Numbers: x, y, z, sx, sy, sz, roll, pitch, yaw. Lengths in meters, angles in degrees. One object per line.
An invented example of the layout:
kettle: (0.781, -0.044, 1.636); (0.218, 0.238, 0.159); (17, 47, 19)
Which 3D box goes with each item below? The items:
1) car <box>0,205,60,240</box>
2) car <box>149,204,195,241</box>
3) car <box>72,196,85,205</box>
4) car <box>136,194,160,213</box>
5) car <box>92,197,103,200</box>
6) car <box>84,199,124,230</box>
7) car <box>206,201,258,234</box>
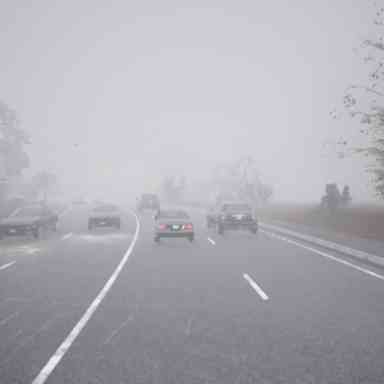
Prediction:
car: (-8.383, 1.480, 17.401); (1.882, 1.535, 5.008); (0, 0, -8)
car: (-1.000, 1.538, 16.630); (2.033, 1.411, 5.357); (0, 0, -7)
car: (-19.448, 1.481, 57.022); (1.837, 1.490, 4.892); (0, 0, -23)
car: (-4.980, 1.204, 37.327); (2.150, 2.045, 5.566); (0, 0, -15)
car: (-17.028, 1.524, 60.248); (2.033, 1.411, 5.357); (0, 0, -24)
car: (-5.388, 1.472, 21.151); (1.882, 1.535, 5.008); (0, 0, -9)
car: (2.152, 1.335, 19.113); (2.097, 1.767, 4.553); (0, 0, -7)
